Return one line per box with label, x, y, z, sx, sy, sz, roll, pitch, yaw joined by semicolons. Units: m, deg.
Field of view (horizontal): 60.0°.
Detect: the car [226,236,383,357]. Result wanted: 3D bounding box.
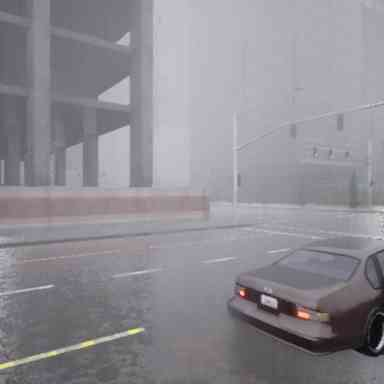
car;3.113;1.546;6.012;5.357;1.411;2.033;0;0;-35
